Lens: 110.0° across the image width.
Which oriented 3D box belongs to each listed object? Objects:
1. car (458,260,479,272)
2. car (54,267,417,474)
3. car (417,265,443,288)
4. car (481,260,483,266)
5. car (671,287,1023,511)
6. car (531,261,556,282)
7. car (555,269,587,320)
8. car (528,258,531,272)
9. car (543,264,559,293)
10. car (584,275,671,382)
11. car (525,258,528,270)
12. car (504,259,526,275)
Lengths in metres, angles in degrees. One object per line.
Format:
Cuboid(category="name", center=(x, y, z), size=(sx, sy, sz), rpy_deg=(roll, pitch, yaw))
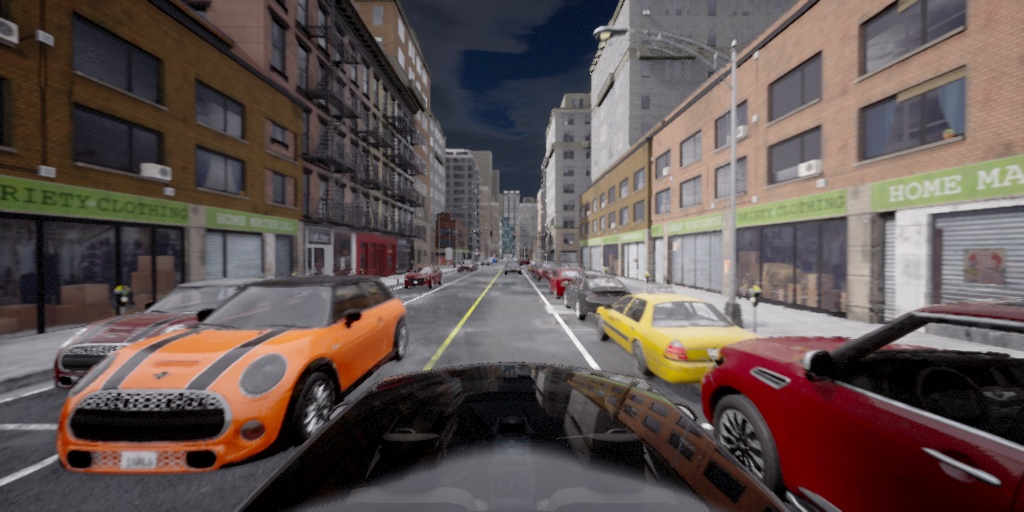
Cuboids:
Cuboid(category="car", center=(-5.682, 1.222, 45.384), size=(1.967, 1.591, 4.097), rpy_deg=(0, 0, 0))
Cuboid(category="car", center=(-3.097, 1.101, 5.221), size=(2.097, 1.767, 4.553), rpy_deg=(0, 0, 0))
Cuboid(category="car", center=(-5.676, 1.301, 23.397), size=(1.888, 1.381, 4.507), rpy_deg=(0, 0, 0))
Cuboid(category="car", center=(-5.684, 1.358, 50.880), size=(1.948, 1.339, 4.313), rpy_deg=(0, 0, 0))
Cuboid(category="car", center=(2.857, 1.065, 1.414), size=(2.192, 1.841, 5.009), rpy_deg=(0, 0, 0))
Cuboid(category="car", center=(2.848, 1.201, 28.897), size=(1.967, 1.591, 4.097), rpy_deg=(0, 0, 0))
Cuboid(category="car", center=(2.853, 1.301, 12.406), size=(2.007, 1.370, 4.403), rpy_deg=(0, 0, 0))
Cuboid(category="car", center=(2.846, 1.206, 34.393), size=(1.967, 1.591, 4.097), rpy_deg=(0, 0, 0))
Cuboid(category="car", center=(2.851, 1.298, 17.903), size=(1.888, 1.381, 4.507), rpy_deg=(0, 0, 0))
Cuboid(category="car", center=(2.855, 1.275, 7.080), size=(1.751, 1.417, 4.829), rpy_deg=(0, 0, 0))
Cuboid(category="car", center=(2.843, 1.308, 45.557), size=(1.751, 1.417, 4.829), rpy_deg=(0, 0, 0))
Cuboid(category="car", center=(0.093, 1.320, 38.985), size=(2.033, 1.411, 5.357), rpy_deg=(0, 0, -1))
